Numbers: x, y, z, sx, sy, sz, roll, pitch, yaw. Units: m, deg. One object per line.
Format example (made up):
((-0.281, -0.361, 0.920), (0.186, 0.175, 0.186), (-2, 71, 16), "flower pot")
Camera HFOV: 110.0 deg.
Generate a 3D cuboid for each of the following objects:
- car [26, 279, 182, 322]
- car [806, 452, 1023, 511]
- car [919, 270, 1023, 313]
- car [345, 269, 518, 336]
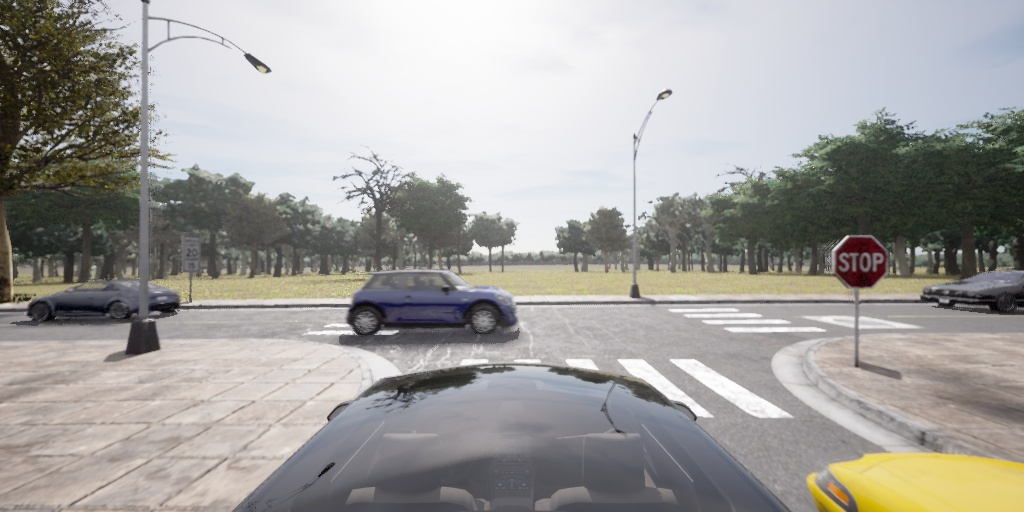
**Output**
((-14.886, 1.564, 13.231), (4.181, 1.385, 1.994), (-1, 0, 1), "car")
((2.627, 1.264, 0.121), (1.751, 1.417, 4.829), (0, 0, 0), "car")
((18.214, 1.218, 12.876), (5.357, 1.411, 2.033), (0, 0, 1), "car")
((-2.114, 1.156, 10.145), (4.553, 1.767, 2.097), (-1, 0, 1), "car")
